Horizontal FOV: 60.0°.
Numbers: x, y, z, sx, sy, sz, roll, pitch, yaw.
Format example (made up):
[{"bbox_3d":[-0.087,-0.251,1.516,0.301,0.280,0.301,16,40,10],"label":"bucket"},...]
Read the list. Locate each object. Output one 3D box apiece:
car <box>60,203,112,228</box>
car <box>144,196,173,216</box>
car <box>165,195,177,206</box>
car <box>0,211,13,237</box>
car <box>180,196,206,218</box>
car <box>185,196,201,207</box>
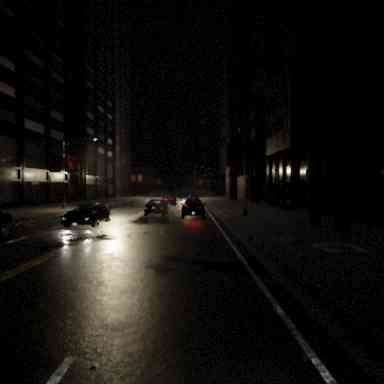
[{"bbox_3d":[-6.564,1.401,21.298,2.033,1.411,5.357,0,0,0],"label":"car"},{"bbox_3d":[-3.144,1.342,29.828,2.033,1.411,5.357,0,0,0],"label":"car"},{"bbox_3d":[-3.140,1.162,46.872,2.128,1.511,4.902,0,0,0],"label":"car"},{"bbox_3d":[-9.838,1.378,14.474,1.882,1.535,5.008,0,0,0],"label":"car"},{"bbox_3d":[0.104,1.316,27.548,1.837,1.490,4.892,0,1,0],"label":"car"},{"bbox_3d":[0.111,1.234,44.755,2.033,1.411,5.357,0,0,0],"label":"car"}]
